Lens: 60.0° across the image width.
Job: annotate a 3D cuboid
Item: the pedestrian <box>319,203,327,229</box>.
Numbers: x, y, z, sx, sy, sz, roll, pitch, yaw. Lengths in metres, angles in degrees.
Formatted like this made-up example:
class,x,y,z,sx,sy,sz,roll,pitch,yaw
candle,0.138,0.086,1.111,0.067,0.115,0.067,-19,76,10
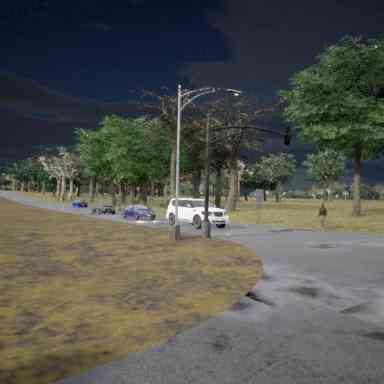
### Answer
class,x,y,z,sx,sy,sz,roll,pitch,yaw
pedestrian,9.323,1.717,23.842,0.375,1.860,0.375,1,-1,-34

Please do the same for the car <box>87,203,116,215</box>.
class,x,y,z,sx,sy,sz,roll,pitch,yaw
car,-10.770,2.013,40.263,1.994,1.385,4.181,3,-2,-34

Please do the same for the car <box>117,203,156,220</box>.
class,x,y,z,sx,sy,sz,roll,pitch,yaw
car,-5.198,1.883,31.931,1.812,1.442,4.674,3,-2,-34

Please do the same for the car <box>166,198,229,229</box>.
class,x,y,z,sx,sy,sz,roll,pitch,yaw
car,0.244,1.459,23.765,2.150,2.045,5.566,3,-2,-34

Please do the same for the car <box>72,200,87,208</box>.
class,x,y,z,sx,sy,sz,roll,pitch,yaw
car,-21.106,2.222,62.412,1.882,1.535,5.008,3,-2,-34

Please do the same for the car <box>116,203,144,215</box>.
class,x,y,z,sx,sy,sz,roll,pitch,yaw
car,-8.054,2.154,42.839,1.994,1.385,4.181,3,-2,-34
